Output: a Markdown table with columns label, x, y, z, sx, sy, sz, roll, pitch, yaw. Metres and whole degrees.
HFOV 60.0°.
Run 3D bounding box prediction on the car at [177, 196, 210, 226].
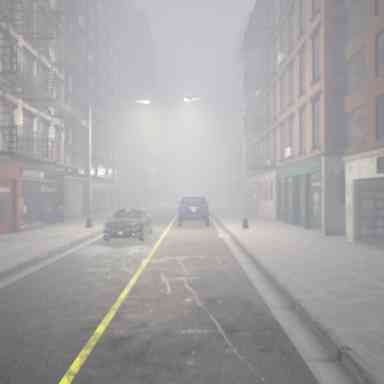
| label | x | y | z | sx | sy | sz | roll | pitch | yaw |
| --- | --- | --- | --- | --- | --- | --- | --- | --- | --- |
| car | 0.108 | 1.266 | 24.130 | 2.150 | 2.045 | 5.566 | 0 | 0 | 0 |

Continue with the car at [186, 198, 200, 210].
| label | x | y | z | sx | sy | sz | roll | pitch | yaw |
| --- | --- | --- | --- | --- | --- | --- | --- | --- | --- |
| car | 0.116 | 1.565 | 46.007 | 1.882 | 1.535 | 5.008 | 0 | 0 | 0 |

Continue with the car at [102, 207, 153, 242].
| label | x | y | z | sx | sy | sz | roll | pitch | yaw |
| --- | --- | --- | --- | --- | --- | --- | --- | --- | --- |
| car | -3.094 | 1.532 | 16.752 | 1.837 | 1.490 | 4.892 | 0 | 0 | 0 |
